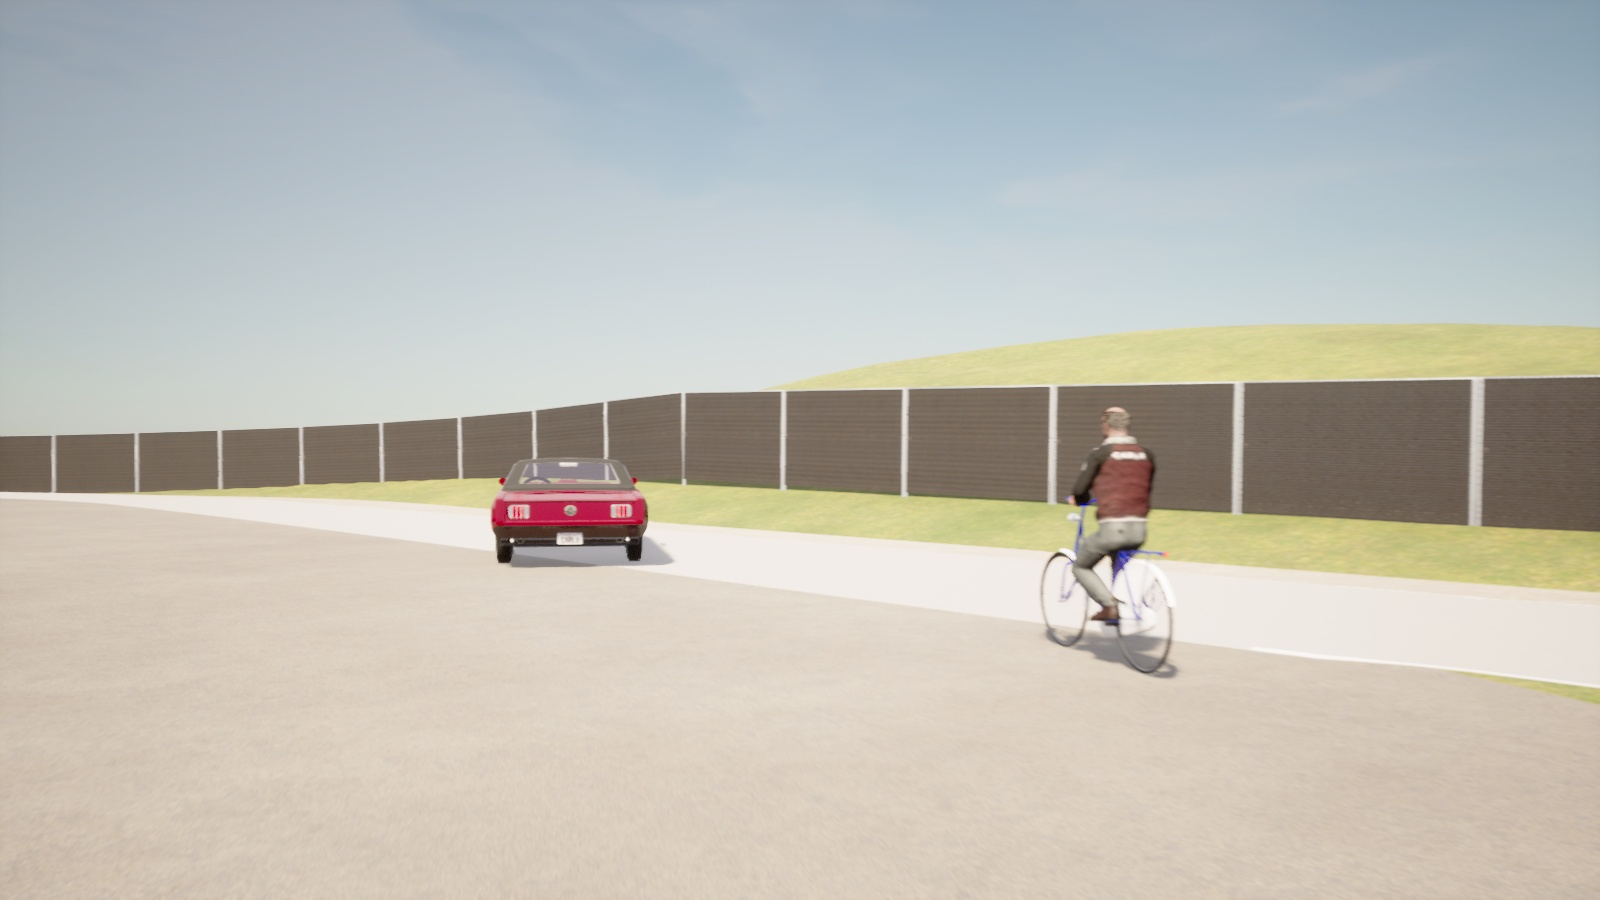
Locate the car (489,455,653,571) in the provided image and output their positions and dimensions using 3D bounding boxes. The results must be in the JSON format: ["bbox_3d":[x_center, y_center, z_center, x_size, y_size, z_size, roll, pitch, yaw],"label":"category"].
[{"bbox_3d":[-3.140,0.745,17.161,1.895,1.301,4.718,0,0,-11],"label":"car"}]

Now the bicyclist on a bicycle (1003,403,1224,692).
[{"bbox_3d":[2.099,0.593,8.691,0.659,1.776,1.843,1,0,-15],"label":"bicyclist on a bicycle"}]
